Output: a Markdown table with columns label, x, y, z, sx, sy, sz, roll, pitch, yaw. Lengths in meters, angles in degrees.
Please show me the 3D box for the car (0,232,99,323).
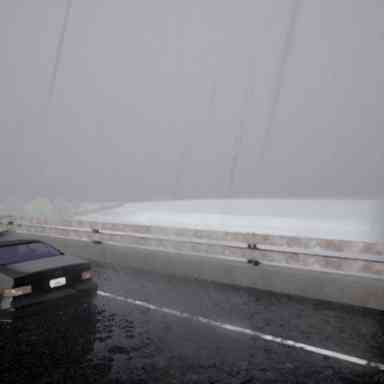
| label | x | y | z | sx | sy | sz | roll | pitch | yaw |
| --- | --- | --- | --- | --- | --- | --- | --- | --- | --- |
| car | -4.317 | 1.592 | 7.096 | 5.357 | 1.411 | 2.033 | 0 | 0 | 36 |
